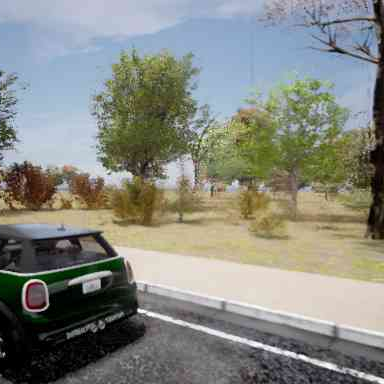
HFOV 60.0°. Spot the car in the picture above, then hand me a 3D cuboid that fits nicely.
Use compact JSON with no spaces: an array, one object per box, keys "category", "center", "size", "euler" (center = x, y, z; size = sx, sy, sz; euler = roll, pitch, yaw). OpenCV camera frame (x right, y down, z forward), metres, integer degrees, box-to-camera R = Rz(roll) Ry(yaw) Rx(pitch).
[{"category":"car","center":[-3.141,1.334,5.915],"size":[4.553,1.767,2.097],"euler":[0,0,35]}]
